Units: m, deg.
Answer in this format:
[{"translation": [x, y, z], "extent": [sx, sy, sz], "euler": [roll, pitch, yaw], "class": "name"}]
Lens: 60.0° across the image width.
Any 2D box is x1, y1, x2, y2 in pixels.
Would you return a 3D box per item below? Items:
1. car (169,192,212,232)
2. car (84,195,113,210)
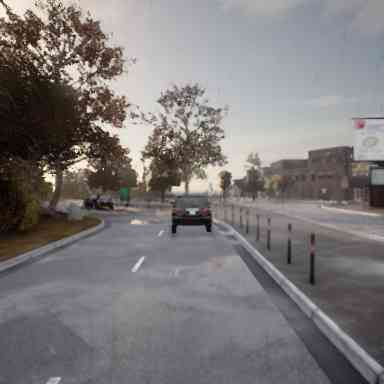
[{"translation": [-0.108, 1.111, 19.537], "extent": [2.150, 2.045, 5.566], "euler": [0, 1, -3], "class": "car"}, {"translation": [-10.920, 1.079, 38.604], "extent": [2.097, 1.767, 4.553], "euler": [0, 0, -38], "class": "car"}]
